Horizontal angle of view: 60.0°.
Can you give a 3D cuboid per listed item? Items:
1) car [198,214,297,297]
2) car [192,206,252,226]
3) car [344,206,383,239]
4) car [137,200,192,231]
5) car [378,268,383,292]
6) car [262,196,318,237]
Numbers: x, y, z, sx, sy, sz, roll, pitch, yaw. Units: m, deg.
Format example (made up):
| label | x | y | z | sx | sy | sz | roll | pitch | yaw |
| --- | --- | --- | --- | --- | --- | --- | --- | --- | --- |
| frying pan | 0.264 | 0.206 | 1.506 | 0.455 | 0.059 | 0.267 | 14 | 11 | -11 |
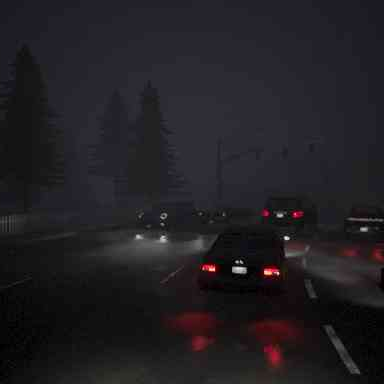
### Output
| label | x | y | z | sx | sy | sz | roll | pitch | yaw |
| --- | --- | --- | --- | --- | --- | --- | --- | --- | --- |
| car | 1.547 | 1.547 | 8.817 | 2.033 | 1.411 | 5.357 | 0 | 0 | 15 |
| car | 2.163 | 1.313 | 20.104 | 1.895 | 1.301 | 4.718 | 0 | 0 | 30 |
| car | 9.151 | 1.491 | 17.318 | 2.128 | 1.511 | 4.902 | 0 | 0 | 31 |
| car | -1.407 | 1.350 | 20.763 | 2.097 | 1.767 | 4.553 | 0 | 0 | 28 |
| car | 4.123 | 1.601 | 3.988 | 1.895 | 1.301 | 4.718 | 0 | 0 | 7 |
| car | 5.487 | 1.221 | 18.265 | 2.150 | 2.045 | 5.566 | 0 | 0 | 28 |
